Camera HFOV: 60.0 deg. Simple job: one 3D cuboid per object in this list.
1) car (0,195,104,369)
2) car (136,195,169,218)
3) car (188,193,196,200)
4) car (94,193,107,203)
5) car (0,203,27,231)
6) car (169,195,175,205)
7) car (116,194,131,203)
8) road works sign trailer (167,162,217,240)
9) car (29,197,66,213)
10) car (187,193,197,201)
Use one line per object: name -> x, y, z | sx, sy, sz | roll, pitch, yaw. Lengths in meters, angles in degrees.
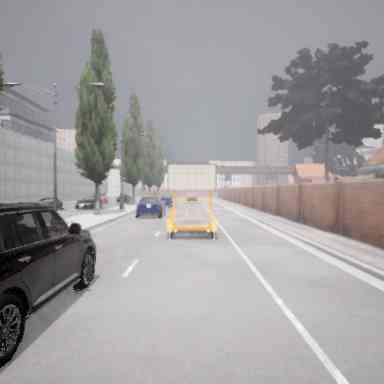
car -> -3.400, 1.183, 5.762 | 2.150, 2.045, 5.566 | 0, 0, 0
car -> -3.401, 1.168, 28.209 | 2.097, 1.767, 4.553 | 0, 0, 0
car -> -0.001, 0.939, 72.379 | 1.882, 1.535, 5.008 | 0, 0, 0
car -> -11.594, 1.247, 37.358 | 2.128, 1.511, 4.902 | 0, 0, 0
car -> -11.599, 1.422, 18.678 | 2.033, 1.411, 5.357 | 0, 0, 0
car -> -3.400, 1.176, 46.160 | 1.882, 1.535, 5.008 | 0, 0, 0
car -> -11.555, 1.138, 56.193 | 1.837, 1.490, 4.892 | 0, 0, 0
road works sign trailer -> 0.000, 0.358, 16.168 | 2.380, 3.560, 2.880 | 0, 0, 0
car -> -15.096, 1.297, 35.081 | 1.812, 1.442, 4.674 | 0, 0, 0
car -> -0.001, 1.195, 62.304 | 1.895, 1.301, 4.718 | 0, 0, 0
